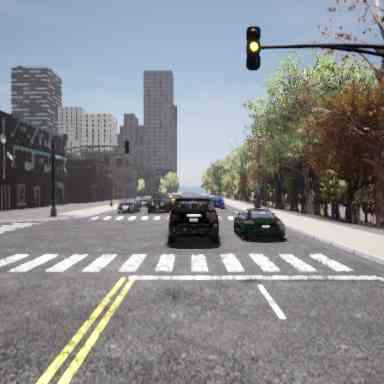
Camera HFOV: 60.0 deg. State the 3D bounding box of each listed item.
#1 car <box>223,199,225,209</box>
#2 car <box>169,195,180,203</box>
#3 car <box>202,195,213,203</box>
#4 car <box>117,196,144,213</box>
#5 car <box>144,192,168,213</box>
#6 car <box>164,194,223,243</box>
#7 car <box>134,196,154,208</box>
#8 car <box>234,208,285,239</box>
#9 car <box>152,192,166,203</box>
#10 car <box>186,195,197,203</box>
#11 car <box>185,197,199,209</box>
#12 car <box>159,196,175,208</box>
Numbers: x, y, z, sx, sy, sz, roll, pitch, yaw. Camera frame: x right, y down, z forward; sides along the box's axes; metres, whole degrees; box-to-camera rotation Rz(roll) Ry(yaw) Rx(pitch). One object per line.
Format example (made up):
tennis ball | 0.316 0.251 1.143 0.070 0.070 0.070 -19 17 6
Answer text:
car | 3.262 1.374 44.327 1.882 1.535 5.008 0 0 0
car | -3.393 1.350 66.229 1.837 1.490 4.892 0 0 0
car | 3.130 1.389 67.058 2.033 1.411 5.357 0 0 0
car | -6.661 1.410 35.581 2.128 1.511 4.902 0 0 0
car | -3.422 1.139 35.907 2.150 2.045 5.566 0 0 1
car | 0.069 1.188 15.976 2.150 2.045 5.566 0 0 0
car | -6.674 1.382 46.896 2.128 1.511 4.902 0 0 0
car | 3.316 1.526 16.964 1.994 1.385 4.181 0 0 0
car | -6.636 1.064 67.248 2.150 2.045 5.566 0 0 0
car | -0.107 1.329 68.535 2.128 1.511 4.902 0 0 0
car | 0.013 1.424 43.805 1.812 1.442 4.674 0 0 0
car | -3.425 1.367 47.193 1.882 1.535 5.008 0 0 0
